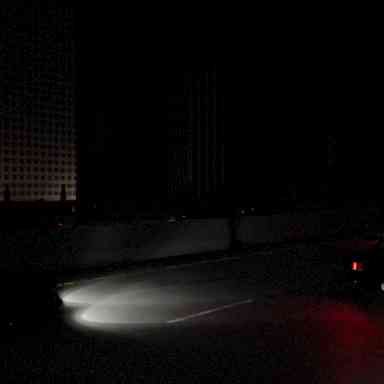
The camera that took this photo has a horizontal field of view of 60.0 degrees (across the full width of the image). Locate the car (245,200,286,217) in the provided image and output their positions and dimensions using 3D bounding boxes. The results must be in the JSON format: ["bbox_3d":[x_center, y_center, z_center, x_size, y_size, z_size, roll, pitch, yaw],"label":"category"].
[{"bbox_3d":[6.378,1.480,30.037,4.902,1.511,2.128,0,0,-35],"label":"car"}]

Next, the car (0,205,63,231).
[{"bbox_3d":[-7.019,1.351,11.883,4.553,1.767,2.097,0,0,-36],"label":"car"}]

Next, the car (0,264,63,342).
[{"bbox_3d":[-4.769,1.548,4.645,5.357,1.411,2.033,0,0,-36],"label":"car"}]

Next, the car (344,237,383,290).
[{"bbox_3d":[5.673,1.597,7.795,4.718,1.301,1.895,0,0,-36],"label":"car"}]

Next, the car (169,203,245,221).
[{"bbox_3d":[0.793,1.485,21.757,4.902,1.511,2.128,0,0,-36],"label":"car"}]
